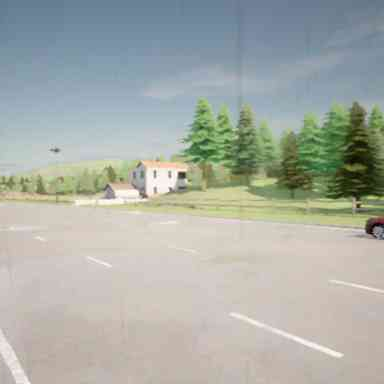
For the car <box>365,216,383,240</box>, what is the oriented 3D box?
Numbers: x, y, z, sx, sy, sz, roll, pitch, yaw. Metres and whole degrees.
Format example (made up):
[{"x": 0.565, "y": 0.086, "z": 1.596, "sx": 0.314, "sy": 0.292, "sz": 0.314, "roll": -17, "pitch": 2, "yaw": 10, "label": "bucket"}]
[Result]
[{"x": 10.099, "y": 1.369, "z": 14.192, "sx": 1.882, "sy": 1.535, "sz": 5.008, "roll": -1, "pitch": 0, "yaw": -38, "label": "car"}]
